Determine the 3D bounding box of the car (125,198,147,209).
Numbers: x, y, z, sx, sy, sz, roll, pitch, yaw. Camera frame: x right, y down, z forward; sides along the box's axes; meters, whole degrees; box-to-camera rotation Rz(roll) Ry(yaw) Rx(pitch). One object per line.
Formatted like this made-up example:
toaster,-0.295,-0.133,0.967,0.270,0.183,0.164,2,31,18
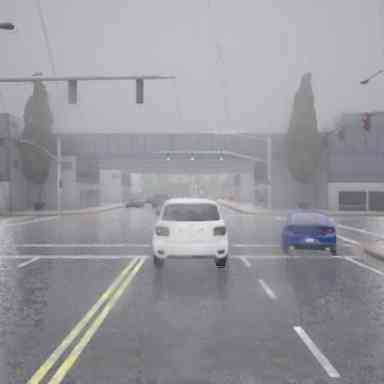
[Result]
car,-7.724,1.627,45.123,1.895,1.301,4.718,0,0,1

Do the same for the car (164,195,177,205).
car,-4.053,1.389,62.663,2.097,1.767,4.553,0,0,1

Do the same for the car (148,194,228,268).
car,-0.124,1.228,11.530,2.150,2.045,5.566,0,0,-2

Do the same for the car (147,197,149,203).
car,-7.545,1.514,62.495,1.882,1.535,5.008,0,0,1

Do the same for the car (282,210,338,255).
car,4.781,1.486,13.658,1.882,1.535,5.008,0,0,18

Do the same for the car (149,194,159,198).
car,-4.215,1.249,46.229,2.150,2.045,5.566,0,0,1
